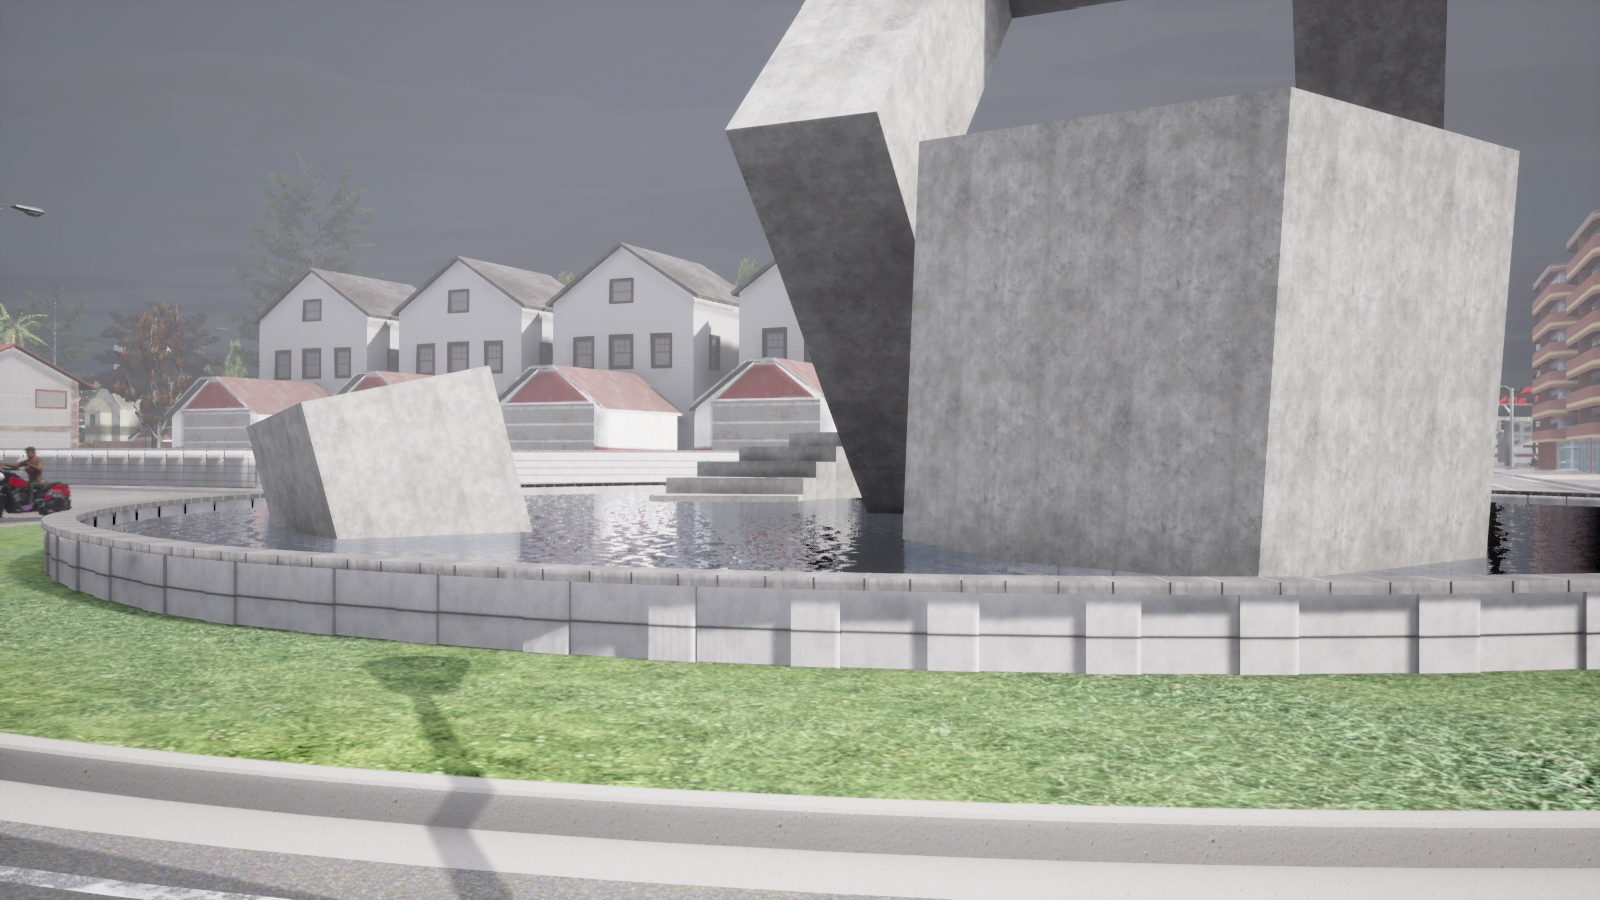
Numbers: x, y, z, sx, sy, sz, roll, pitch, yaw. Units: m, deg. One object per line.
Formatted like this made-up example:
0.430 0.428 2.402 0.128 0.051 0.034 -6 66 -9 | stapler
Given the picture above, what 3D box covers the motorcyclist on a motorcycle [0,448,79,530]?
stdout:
-16.432 0.795 26.404 0.766 1.649 2.350 0 0 16 | motorcyclist on a motorcycle
